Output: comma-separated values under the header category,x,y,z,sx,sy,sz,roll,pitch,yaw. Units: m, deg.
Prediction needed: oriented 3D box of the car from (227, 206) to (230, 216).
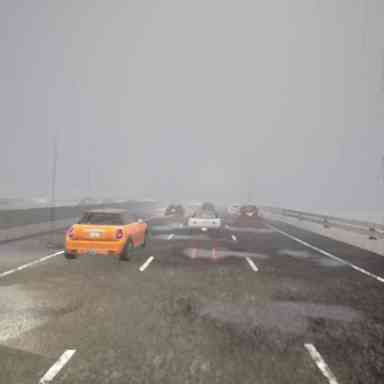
category,x,y,z,sx,sy,sz,roll,pitch,yaw
car,5.319,2.214,41.039,1.812,1.442,4.674,2,-1,4

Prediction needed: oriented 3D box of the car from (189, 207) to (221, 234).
category,x,y,z,sx,sy,sz,roll,pitch,yaw
car,0.847,1.901,21.676,1.895,1.301,4.718,2,-1,3

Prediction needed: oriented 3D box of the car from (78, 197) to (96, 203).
category,x,y,z,sx,sy,sz,roll,pitch,yaw
car,-18.238,1.606,58.257,2.097,1.767,4.553,2,-1,4

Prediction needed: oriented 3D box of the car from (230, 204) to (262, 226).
category,x,y,z,sx,sy,sz,roll,pitch,yaw
car,4.664,1.849,28.346,2.097,1.767,4.553,2,-1,3

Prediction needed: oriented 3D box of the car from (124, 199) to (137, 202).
category,x,y,z,sx,sy,sz,roll,pitch,yaw
car,-11.067,2.002,60.567,1.837,1.490,4.892,2,-1,4

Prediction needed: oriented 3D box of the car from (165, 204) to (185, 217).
category,x,y,z,sx,sy,sz,roll,pitch,yaw
car,-1.841,1.998,37.606,1.994,1.385,4.181,2,-1,3

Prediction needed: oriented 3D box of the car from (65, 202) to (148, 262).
category,x,y,z,sx,sy,sz,roll,pitch,yaw
car,-3.028,1.426,12.757,2.097,1.767,4.553,2,-1,2

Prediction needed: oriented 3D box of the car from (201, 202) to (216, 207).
category,x,y,z,sx,sy,sz,roll,pitch,yaw
car,2.204,2.185,46.891,1.837,1.490,4.892,2,-1,4

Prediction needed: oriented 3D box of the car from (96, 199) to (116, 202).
category,x,y,z,sx,sy,sz,roll,pitch,yaw
car,-14.707,1.887,58.634,1.812,1.442,4.674,2,-1,4
